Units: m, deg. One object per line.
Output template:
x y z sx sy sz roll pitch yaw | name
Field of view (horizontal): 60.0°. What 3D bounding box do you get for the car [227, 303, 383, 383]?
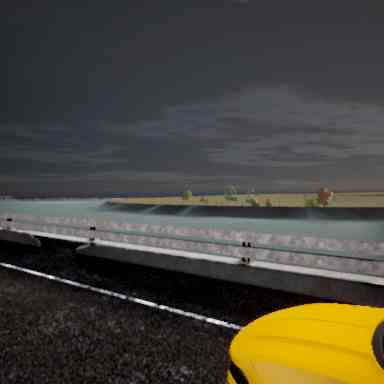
2.597 1.479 2.140 5.008 1.535 1.882 0 0 36 | car
